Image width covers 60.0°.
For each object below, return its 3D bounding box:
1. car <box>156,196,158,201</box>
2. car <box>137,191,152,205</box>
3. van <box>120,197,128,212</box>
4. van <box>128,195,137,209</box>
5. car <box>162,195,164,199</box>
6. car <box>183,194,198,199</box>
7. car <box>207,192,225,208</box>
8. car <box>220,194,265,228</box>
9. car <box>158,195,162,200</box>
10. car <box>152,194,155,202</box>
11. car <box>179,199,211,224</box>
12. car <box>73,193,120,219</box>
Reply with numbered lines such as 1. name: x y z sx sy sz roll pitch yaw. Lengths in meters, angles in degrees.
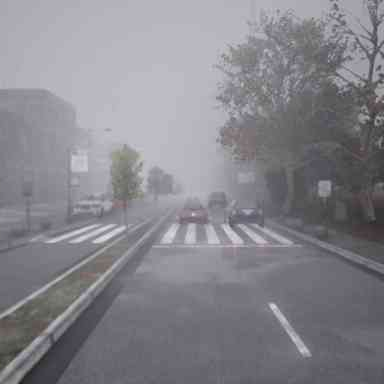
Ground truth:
1. car: -7.987 1.134 61.481 2.002 1.452 4.674 0 1 0
2. car: -8.045 0.936 50.356 2.435 2.045 5.566 0 0 0
3. van: -8.132 1.081 33.628 1.878 1.987 4.442 0 0 0
4. van: -8.102 1.045 39.175 1.878 1.987 4.442 0 0 0
5. car: -7.928 1.029 72.574 2.002 1.452 4.674 0 1 0
6. car: 0.085 1.316 41.592 2.033 1.411 5.357 0 0 0
7. car: 3.235 0.980 43.057 2.150 2.045 5.566 0 0 0
8. car: 3.242 1.245 21.514 2.097 1.767 4.553 0 0 0
9. car: -7.957 1.072 66.997 2.163 1.488 4.792 0 1 0
10. car: -8.015 1.173 55.903 2.163 1.488 4.792 0 1 0
11. car: 0.091 1.444 23.867 1.994 1.385 4.181 0 0 0
12. car: -8.159 1.088 28.171 2.435 2.045 5.566 0 0 0
